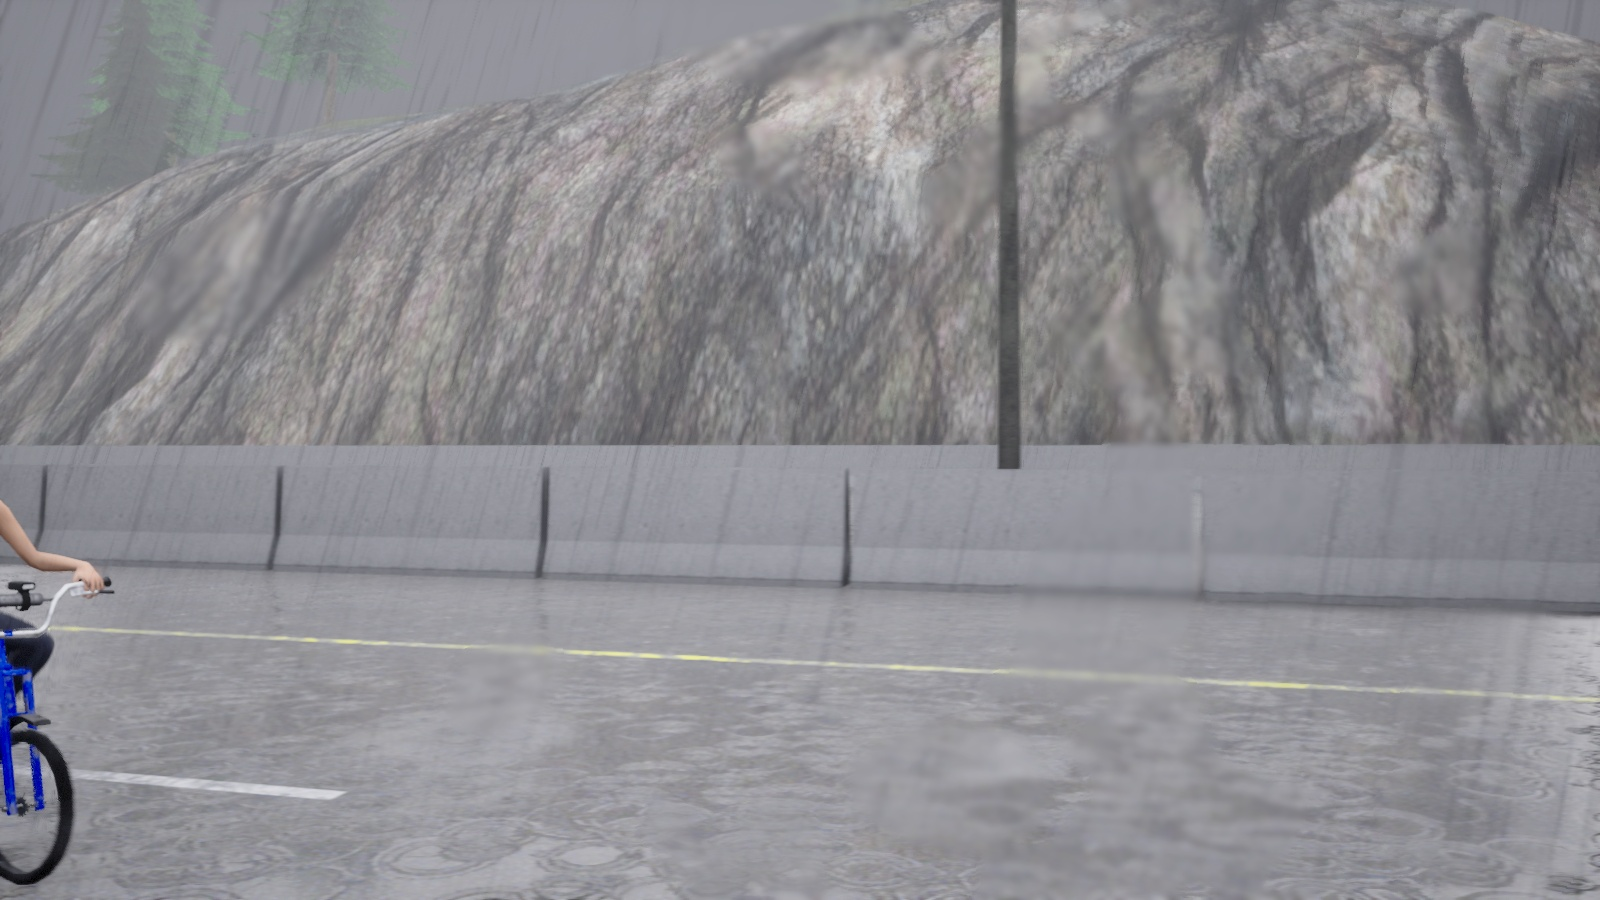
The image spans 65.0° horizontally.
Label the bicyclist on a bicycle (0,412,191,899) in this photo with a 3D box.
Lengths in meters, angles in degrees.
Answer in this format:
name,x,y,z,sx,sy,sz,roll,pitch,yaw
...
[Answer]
name,x,y,z,sx,sy,sz,roll,pitch,yaw
bicyclist on a bicycle,-3.133,0.680,4.625,1.509,1.612,0.866,1,-2,32
